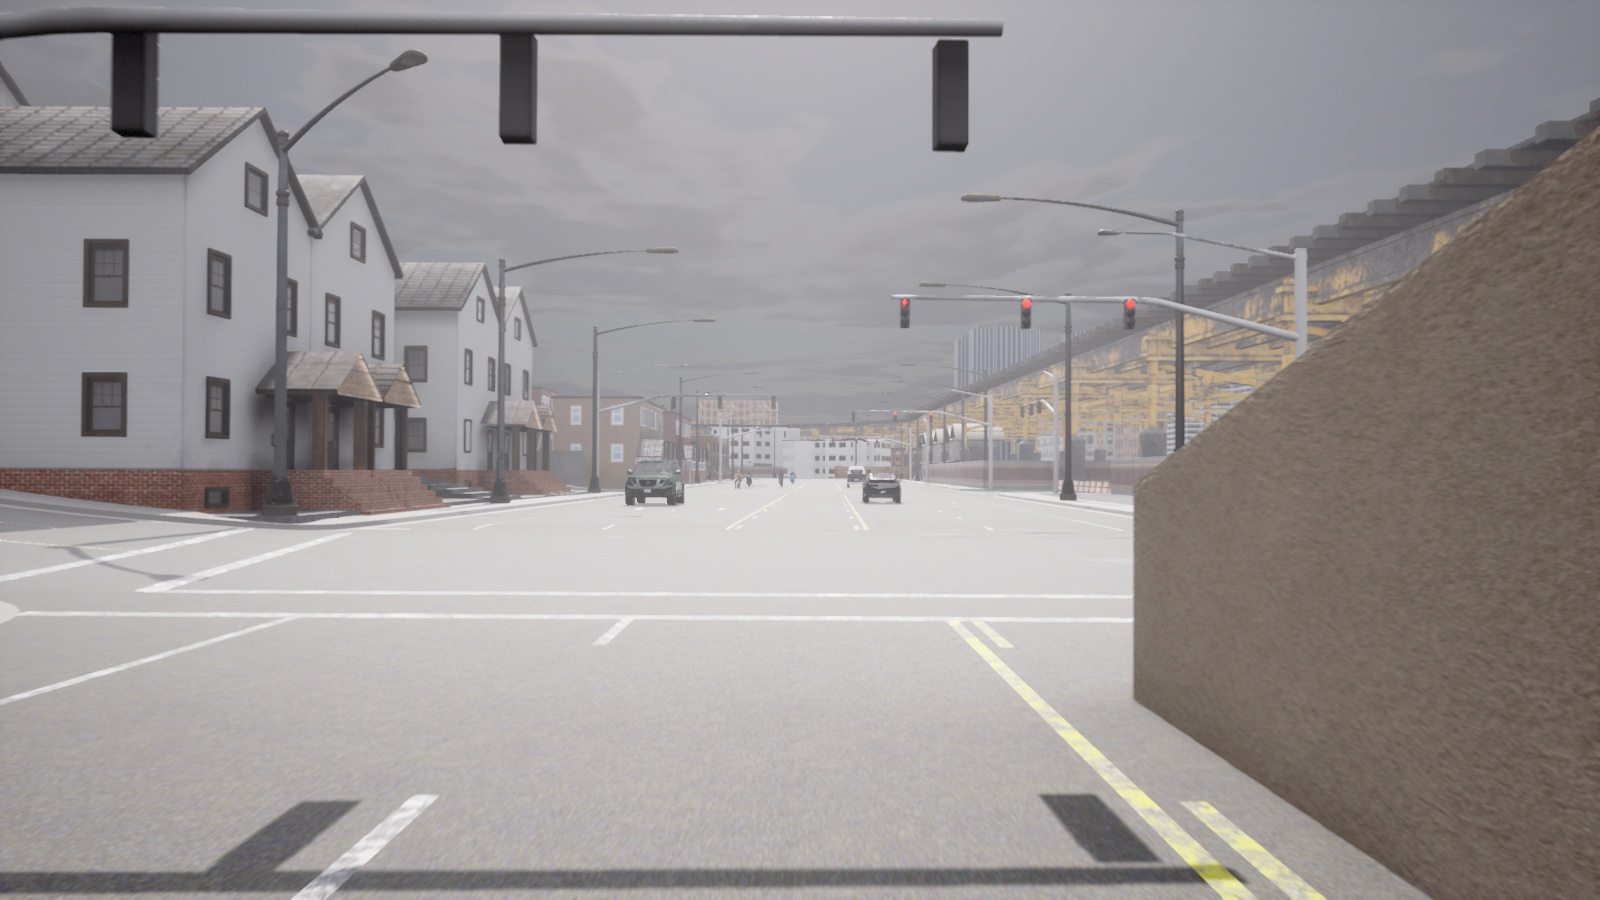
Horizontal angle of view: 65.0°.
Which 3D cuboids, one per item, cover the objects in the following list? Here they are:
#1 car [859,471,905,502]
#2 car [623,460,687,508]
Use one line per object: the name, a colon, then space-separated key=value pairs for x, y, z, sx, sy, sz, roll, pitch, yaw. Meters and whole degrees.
car: x=4.105 y=1.820 z=63.670 sx=2.128 sy=1.511 sz=4.902 roll=0 pitch=-1 yaw=1
car: x=-6.545 y=1.518 z=57.273 sx=2.150 sy=2.045 sz=5.566 roll=0 pitch=-1 yaw=1
